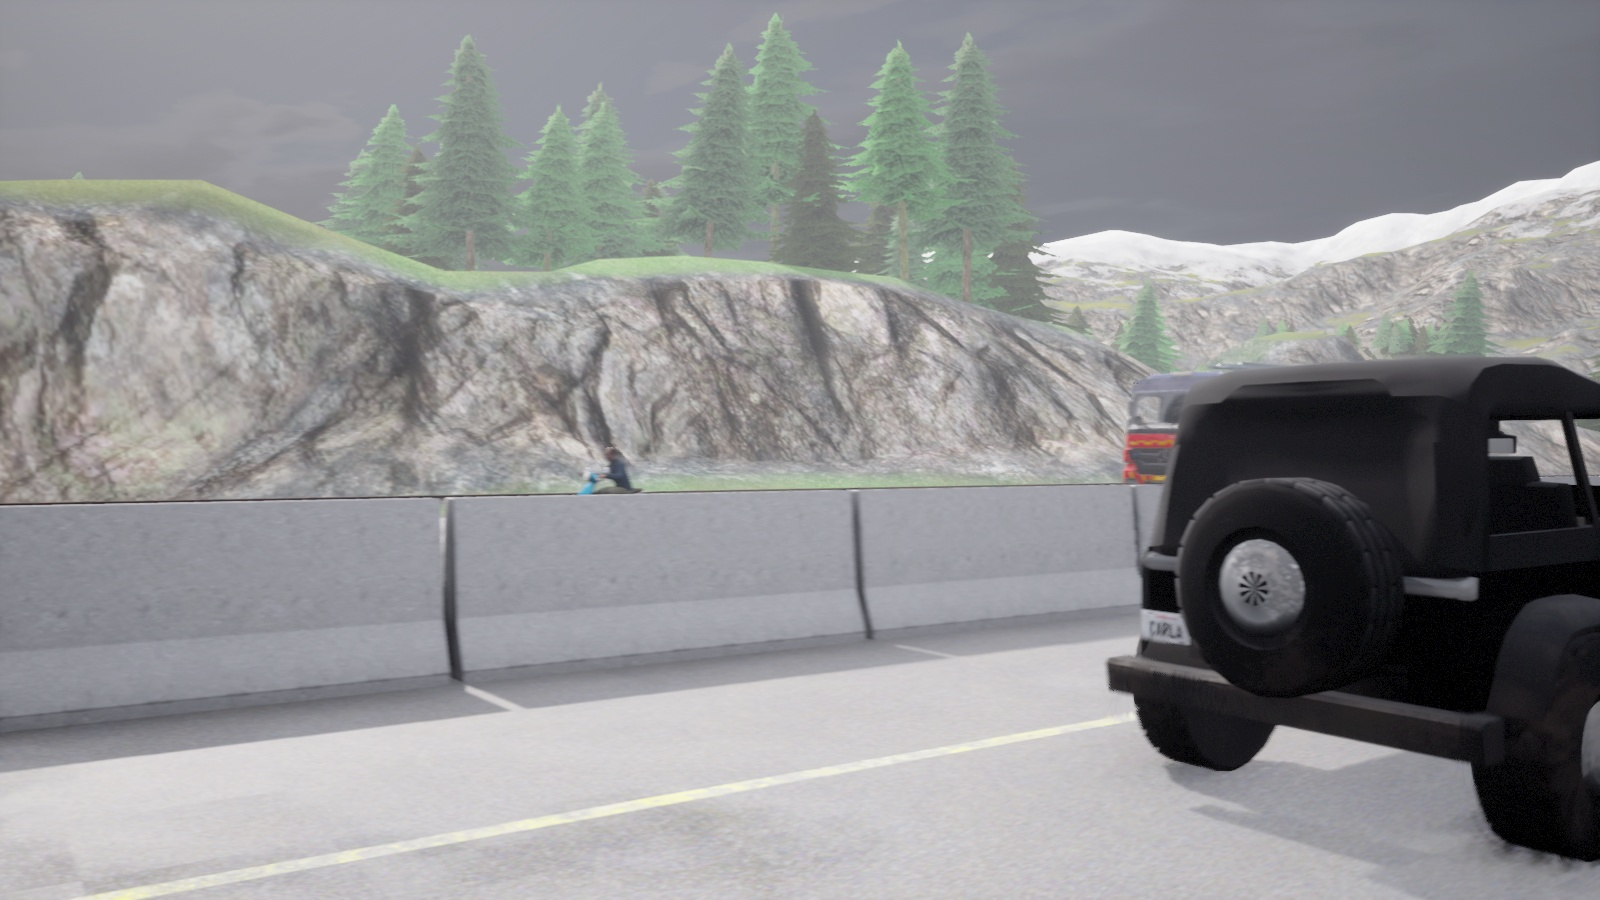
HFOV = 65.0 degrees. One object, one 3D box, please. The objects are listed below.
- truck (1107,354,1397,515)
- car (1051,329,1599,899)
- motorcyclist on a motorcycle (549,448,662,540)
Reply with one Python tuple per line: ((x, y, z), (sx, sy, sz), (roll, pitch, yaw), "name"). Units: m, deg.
((12.196, -0.363, 33.473), (8.468, 3.827, 2.891), (0, 0, -35), "truck")
((3.254, 0.549, 5.924), (3.866, 1.878, 1.905), (0, 0, -35), "car")
((-3.487, 0.761, 22.554), (1.817, 1.590, 0.866), (0, 0, -35), "motorcyclist on a motorcycle")
